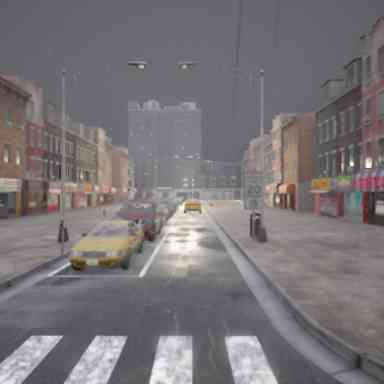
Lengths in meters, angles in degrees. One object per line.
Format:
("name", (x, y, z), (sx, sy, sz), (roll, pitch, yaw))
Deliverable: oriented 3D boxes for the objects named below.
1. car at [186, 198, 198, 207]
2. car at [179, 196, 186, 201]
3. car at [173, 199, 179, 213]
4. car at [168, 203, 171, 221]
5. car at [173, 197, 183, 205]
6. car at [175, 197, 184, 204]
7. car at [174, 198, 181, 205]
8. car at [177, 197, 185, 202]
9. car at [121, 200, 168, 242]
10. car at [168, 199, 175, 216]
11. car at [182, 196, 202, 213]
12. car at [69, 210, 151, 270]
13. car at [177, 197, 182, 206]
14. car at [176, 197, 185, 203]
("car", (0.071, 1.769, 56.113), (1.895, 1.301, 4.718), (0, 0, 1))
("car", (-2.664, 1.845, 93.179), (1.947, 1.339, 4.313), (0, 0, 0))
("car", (-2.648, 1.660, 33.205), (1.947, 1.339, 4.313), (0, 0, 0))
("car", (-2.645, 1.643, 22.301), (1.802, 1.307, 4.206), (0, 0, 0))
("car", (-2.657, 1.721, 65.748), (1.752, 1.417, 4.829), (0, 0, 0))
("car", (-2.658, 1.779, 71.370), (1.947, 1.339, 4.313), (0, 0, 0))
("car", (-2.650, 1.677, 38.657), (1.947, 1.339, 4.313), (0, 0, 0))
("car", (-2.661, 1.812, 82.274), (1.947, 1.339, 4.313), (0, 0, 0))
("car", (-2.644, 1.360, 16.850), (2.192, 1.841, 5.009), (0, 0, 0))
("car", (-2.647, 1.603, 27.584), (1.752, 1.417, 4.829), (0, 0, 0))
("car", (0.091, 1.591, 38.740), (1.882, 1.535, 5.008), (0, 0, 0))
("car", (-2.642, 1.554, 11.228), (1.752, 1.417, 4.829), (0, 0, 0))
("car", (-2.651, 1.679, 44.110), (2.008, 1.369, 4.403), (0, 0, 0))
("car", (-2.660, 1.811, 76.822), (1.802, 1.307, 4.206), (0, 0, 0))
